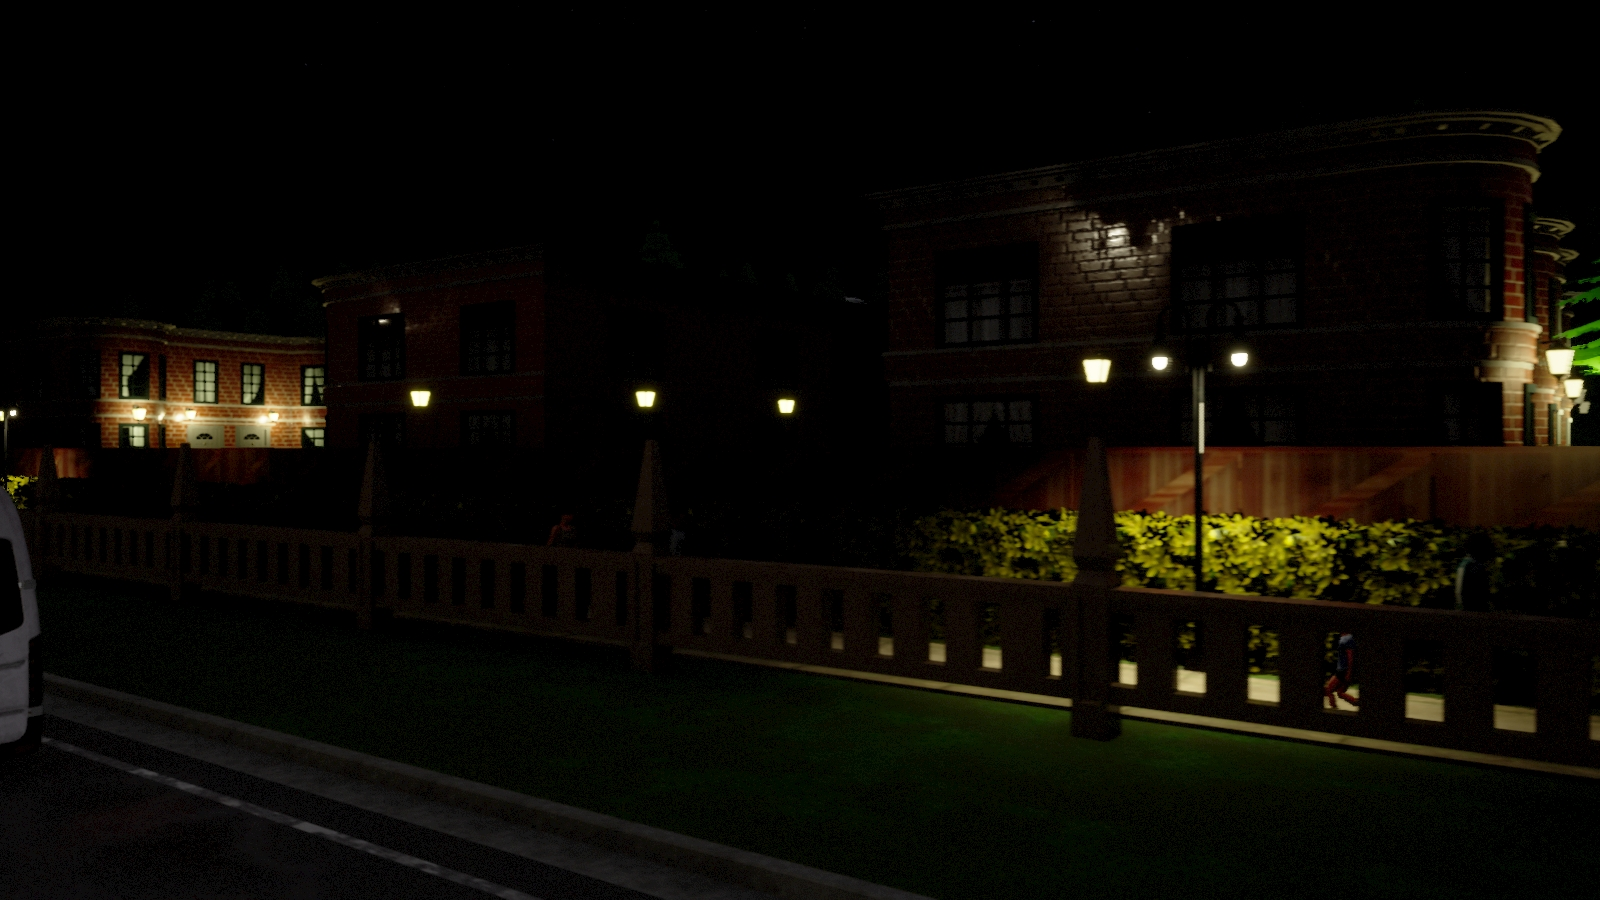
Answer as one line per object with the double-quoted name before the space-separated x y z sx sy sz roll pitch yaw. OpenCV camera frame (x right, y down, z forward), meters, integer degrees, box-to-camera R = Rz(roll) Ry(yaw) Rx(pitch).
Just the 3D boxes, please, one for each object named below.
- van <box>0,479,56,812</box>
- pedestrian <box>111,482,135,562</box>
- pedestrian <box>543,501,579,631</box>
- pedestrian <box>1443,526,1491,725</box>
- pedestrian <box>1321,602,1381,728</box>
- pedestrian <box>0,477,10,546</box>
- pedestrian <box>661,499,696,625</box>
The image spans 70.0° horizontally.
"van" -8.971 1.530 10.062 5.915 2.561 1.988 0 0 35
"pedestrian" -16.040 1.688 27.070 0.375 1.860 0.375 0 0 36
"pedestrian" -3.517 1.692 16.817 0.375 1.860 0.375 0 0 35
"pedestrian" 6.515 1.694 11.162 0.375 1.860 0.375 0 0 35
"pedestrian" 5.366 2.076 11.118 0.500 1.100 0.500 0 0 29
"pedestrian" -21.972 1.686 31.339 0.375 1.860 0.375 0 0 36
"pedestrian" -1.841 1.693 17.360 0.375 1.860 0.375 0 0 37
